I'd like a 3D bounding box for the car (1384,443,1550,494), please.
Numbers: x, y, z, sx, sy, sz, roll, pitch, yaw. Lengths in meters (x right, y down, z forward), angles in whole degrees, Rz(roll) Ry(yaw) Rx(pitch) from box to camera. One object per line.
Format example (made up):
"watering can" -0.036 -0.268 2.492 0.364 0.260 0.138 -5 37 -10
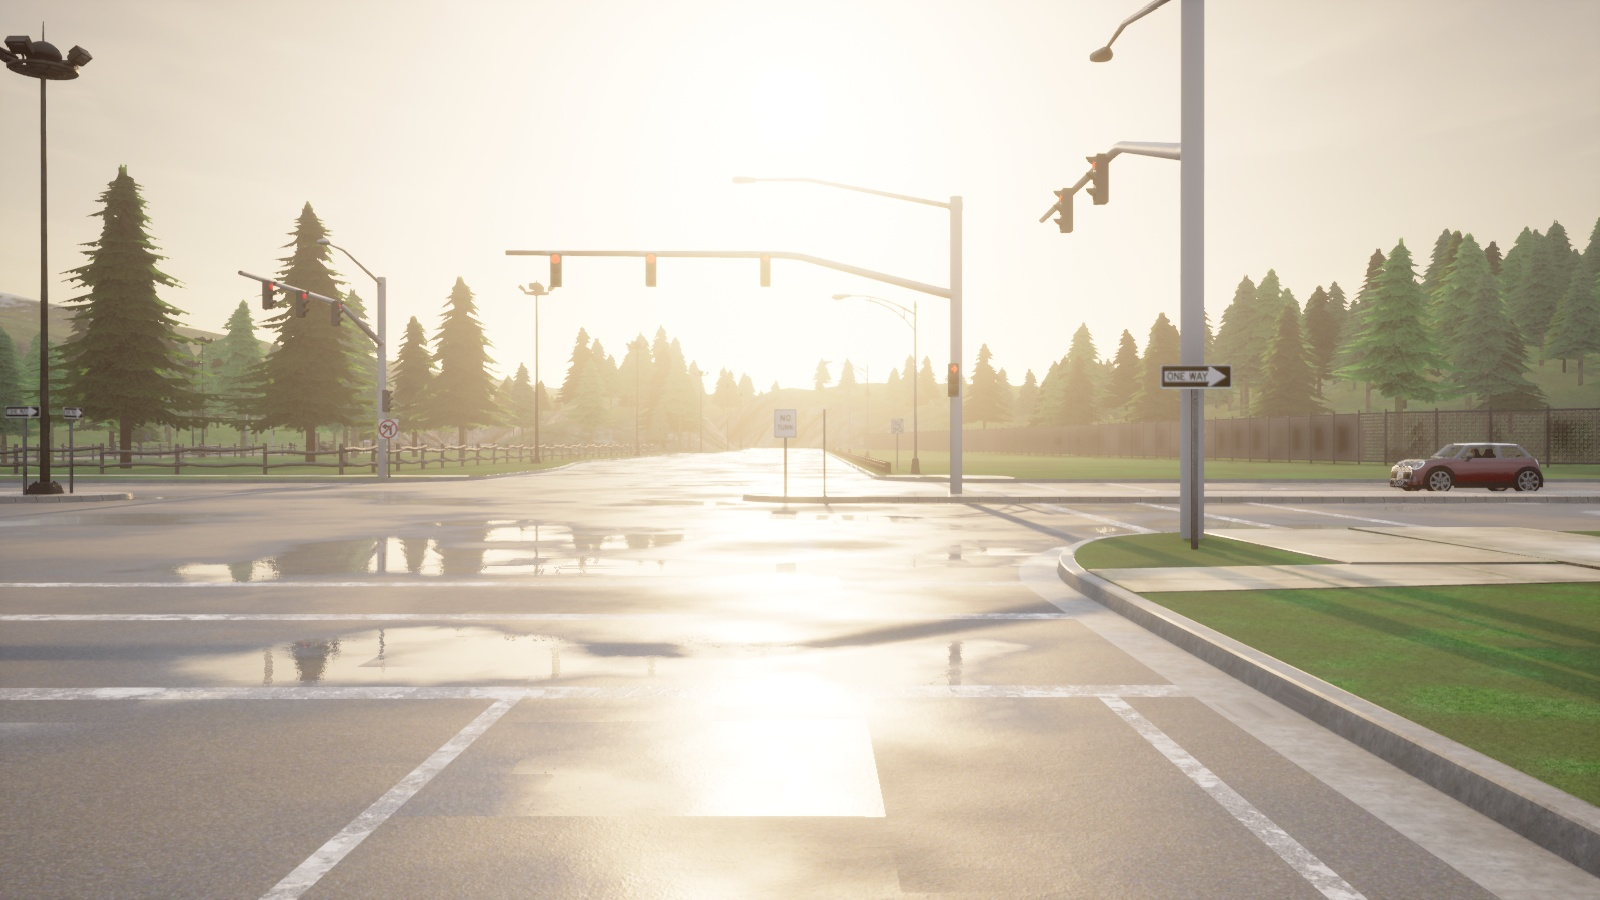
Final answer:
"car" 19.433 0.520 36.738 3.806 1.475 1.970 0 0 1
